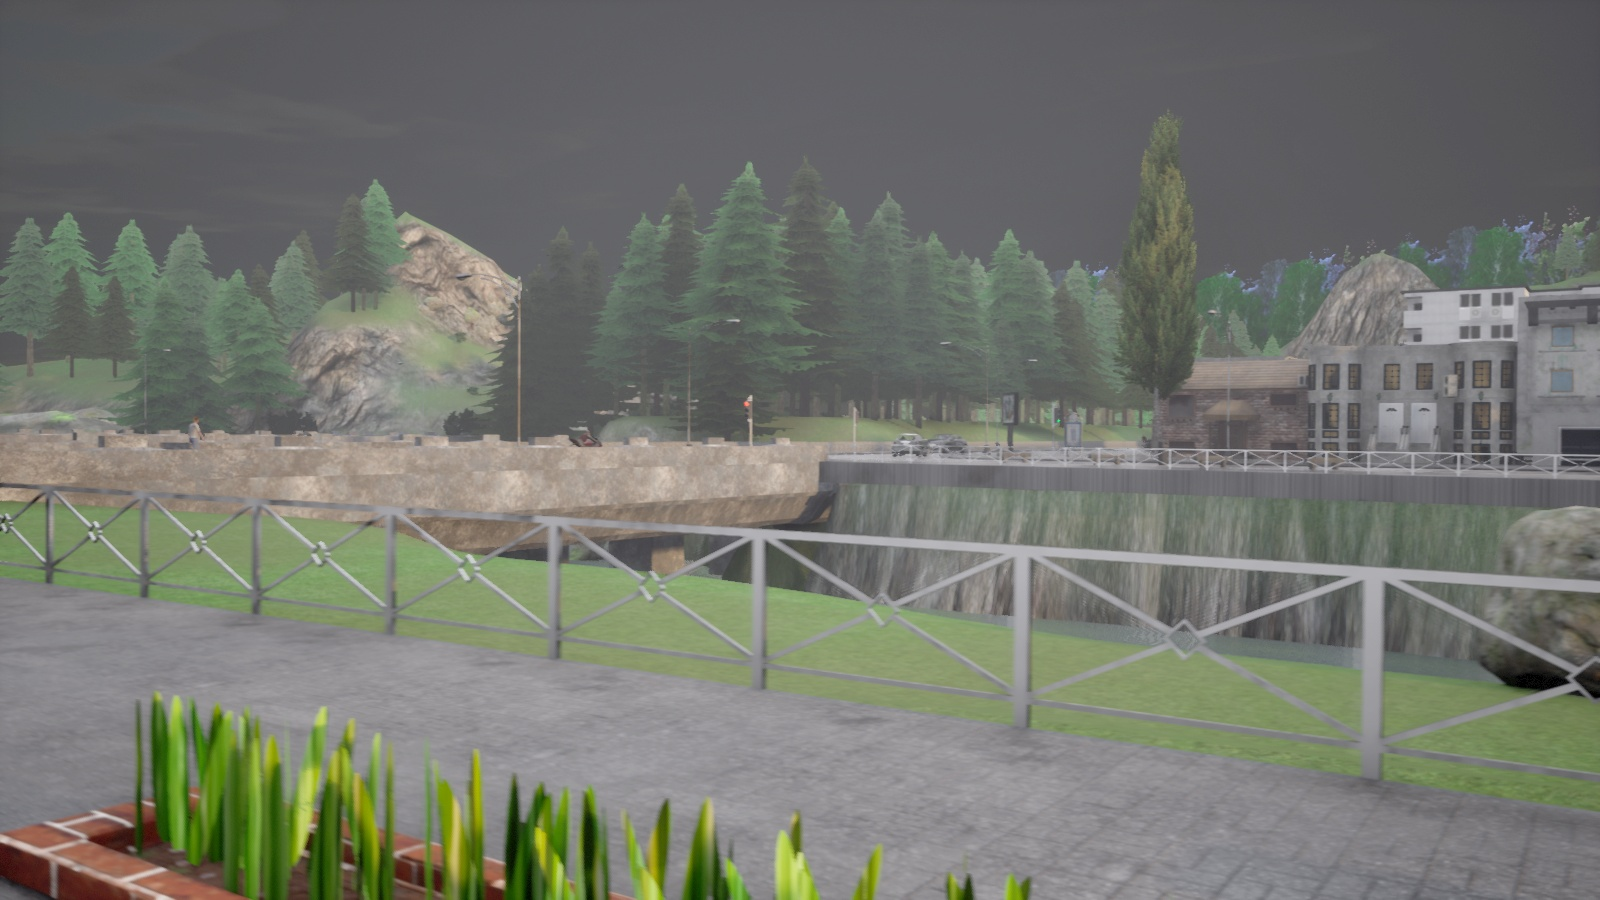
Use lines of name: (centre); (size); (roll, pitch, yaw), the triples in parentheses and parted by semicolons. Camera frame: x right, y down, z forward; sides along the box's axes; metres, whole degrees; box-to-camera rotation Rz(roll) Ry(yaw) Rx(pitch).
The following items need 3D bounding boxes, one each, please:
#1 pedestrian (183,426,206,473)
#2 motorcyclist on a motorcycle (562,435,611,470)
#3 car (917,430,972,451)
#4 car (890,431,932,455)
pedestrian: (-23.886, -0.018, 49.536); (0.354, 1.836, 0.706); (0, 1, 35)
motorcyclist on a motorcycle: (-9.533, 0.086, 56.209); (0.866, 1.530, 2.191); (0, 1, 34)
car: (10.858, -0.695, 94.130); (2.128, 1.511, 4.902); (0, 1, 33)
car: (7.180, -0.473, 80.825); (1.970, 1.475, 3.806); (0, 1, 17)
